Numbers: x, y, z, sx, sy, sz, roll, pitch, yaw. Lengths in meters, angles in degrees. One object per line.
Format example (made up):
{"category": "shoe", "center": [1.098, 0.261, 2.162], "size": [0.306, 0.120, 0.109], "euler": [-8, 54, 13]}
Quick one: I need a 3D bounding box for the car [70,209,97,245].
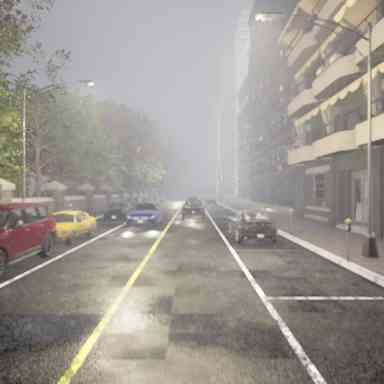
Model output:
{"category": "car", "center": [-5.684, 1.455, 15.088], "size": [1.752, 1.417, 4.829], "euler": [0, 0, 0]}

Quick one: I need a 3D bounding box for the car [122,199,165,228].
{"category": "car", "center": [-2.997, 1.437, 21.592], "size": [1.812, 1.442, 4.674], "euler": [0, 0, 0]}

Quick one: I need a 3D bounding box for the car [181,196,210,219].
{"category": "car", "center": [0.105, 1.364, 27.995], "size": [2.128, 1.511, 4.902], "euler": [0, 0, 0]}

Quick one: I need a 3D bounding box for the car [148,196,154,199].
{"category": "car", "center": [-5.680, 1.415, 37.413], "size": [1.802, 1.307, 4.206], "euler": [0, 0, 0]}

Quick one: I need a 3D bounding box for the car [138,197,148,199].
{"category": "car", "center": [-5.681, 1.296, 31.874], "size": [1.967, 1.590, 4.097], "euler": [0, 0, 0]}

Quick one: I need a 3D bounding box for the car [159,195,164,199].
{"category": "car", "center": [-5.678, 1.228, 48.490], "size": [1.967, 1.590, 4.097], "euler": [0, 0, 0]}

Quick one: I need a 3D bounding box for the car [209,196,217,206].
{"category": "car", "center": [2.701, 1.339, 48.491], "size": [2.008, 1.369, 4.403], "euler": [0, 0, 0]}

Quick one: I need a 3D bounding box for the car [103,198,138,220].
{"category": "car", "center": [-5.683, 1.446, 26.336], "size": [1.947, 1.339, 4.313], "euler": [0, 0, 0]}

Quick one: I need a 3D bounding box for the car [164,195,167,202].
{"category": "car", "center": [-5.754, 1.294, 59.566], "size": [2.008, 1.369, 4.403], "euler": [0, 0, 0]}

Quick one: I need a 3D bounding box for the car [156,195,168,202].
{"category": "car", "center": [-5.805, 1.267, 65.106], "size": [1.887, 1.381, 4.507], "euler": [0, 0, 0]}

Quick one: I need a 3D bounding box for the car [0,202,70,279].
{"category": "car", "center": [-5.685, 1.269, 9.719], "size": [2.192, 1.841, 5.009], "euler": [0, 0, 0]}

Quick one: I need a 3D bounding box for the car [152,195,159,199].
{"category": "car", "center": [-5.679, 1.336, 42.781], "size": [1.752, 1.417, 4.829], "euler": [0, 0, 0]}

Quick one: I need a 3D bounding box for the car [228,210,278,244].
{"category": "car", "center": [2.696, 1.480, 15.259], "size": [2.008, 1.369, 4.403], "euler": [0, 0, 0]}

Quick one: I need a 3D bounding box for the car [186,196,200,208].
{"category": "car", "center": [0.109, 1.323, 46.237], "size": [1.812, 1.442, 4.674], "euler": [0, 0, 0]}
